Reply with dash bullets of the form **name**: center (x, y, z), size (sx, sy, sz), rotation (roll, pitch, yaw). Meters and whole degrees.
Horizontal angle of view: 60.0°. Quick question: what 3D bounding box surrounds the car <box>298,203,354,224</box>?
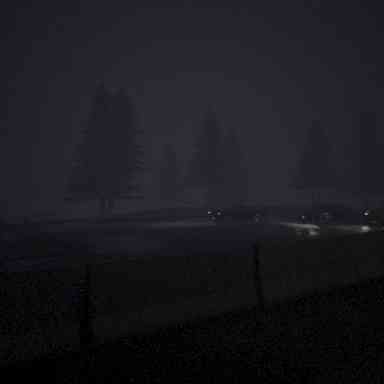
- **car**: center (10.592, 1.683, 26.208), size (4.892, 1.490, 1.837), rotation (1, 0, -26)

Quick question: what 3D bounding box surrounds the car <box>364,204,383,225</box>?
- **car**: center (14.849, 1.562, 24.383), size (4.553, 1.767, 2.097), rotation (1, 0, -25)

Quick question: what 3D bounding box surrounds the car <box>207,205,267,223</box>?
- **car**: center (3.581, 1.719, 26.526), size (4.718, 1.301, 1.895), rotation (1, 0, -28)
